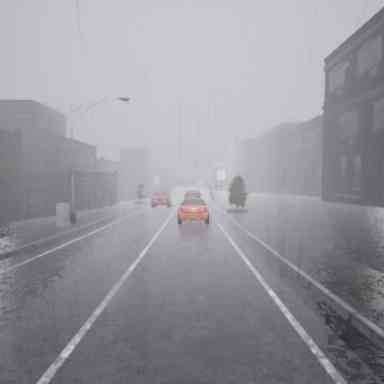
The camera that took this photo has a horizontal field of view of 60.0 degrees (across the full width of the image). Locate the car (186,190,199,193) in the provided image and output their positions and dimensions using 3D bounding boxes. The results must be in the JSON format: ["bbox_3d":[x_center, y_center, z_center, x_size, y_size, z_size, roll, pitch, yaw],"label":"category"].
[{"bbox_3d":[0.066,0.810,43.433,2.150,2.045,5.566,0,1,0],"label":"car"}]

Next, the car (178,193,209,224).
[{"bbox_3d":[0.094,1.182,23.595,2.097,1.767,4.553,0,1,0],"label":"car"}]

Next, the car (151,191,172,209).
[{"bbox_3d":[-3.584,0.856,39.767,2.150,2.045,5.566,0,0,0],"label":"car"}]
